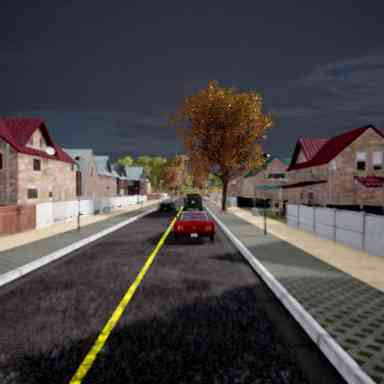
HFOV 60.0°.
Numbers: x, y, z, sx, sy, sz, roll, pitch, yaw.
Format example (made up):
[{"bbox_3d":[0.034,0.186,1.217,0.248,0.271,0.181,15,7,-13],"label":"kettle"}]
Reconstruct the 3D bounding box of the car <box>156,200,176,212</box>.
[{"bbox_3d":[-2.823,1.551,37.488,1.994,1.385,4.181,0,0,0],"label":"car"}]

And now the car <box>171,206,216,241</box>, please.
[{"bbox_3d":[0.099,1.597,16.708,1.895,1.301,4.718,0,0,0],"label":"car"}]

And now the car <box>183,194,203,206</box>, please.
[{"bbox_3d":[0.097,1.208,38.614,2.150,2.045,5.566,0,0,0],"label":"car"}]
